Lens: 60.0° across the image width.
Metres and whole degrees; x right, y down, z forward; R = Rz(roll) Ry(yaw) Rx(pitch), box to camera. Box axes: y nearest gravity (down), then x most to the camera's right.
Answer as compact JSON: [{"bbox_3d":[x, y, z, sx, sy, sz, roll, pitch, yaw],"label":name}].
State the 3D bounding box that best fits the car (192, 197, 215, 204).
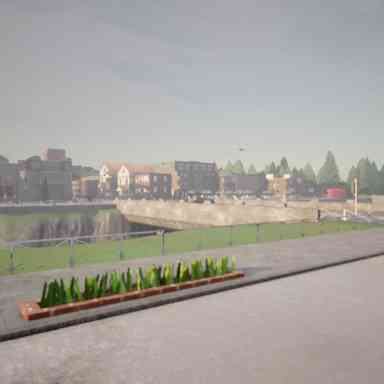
[{"bbox_3d":[1.907,1.521,55.290,1.812,1.442,4.674,0,0,-35],"label":"car"}]
